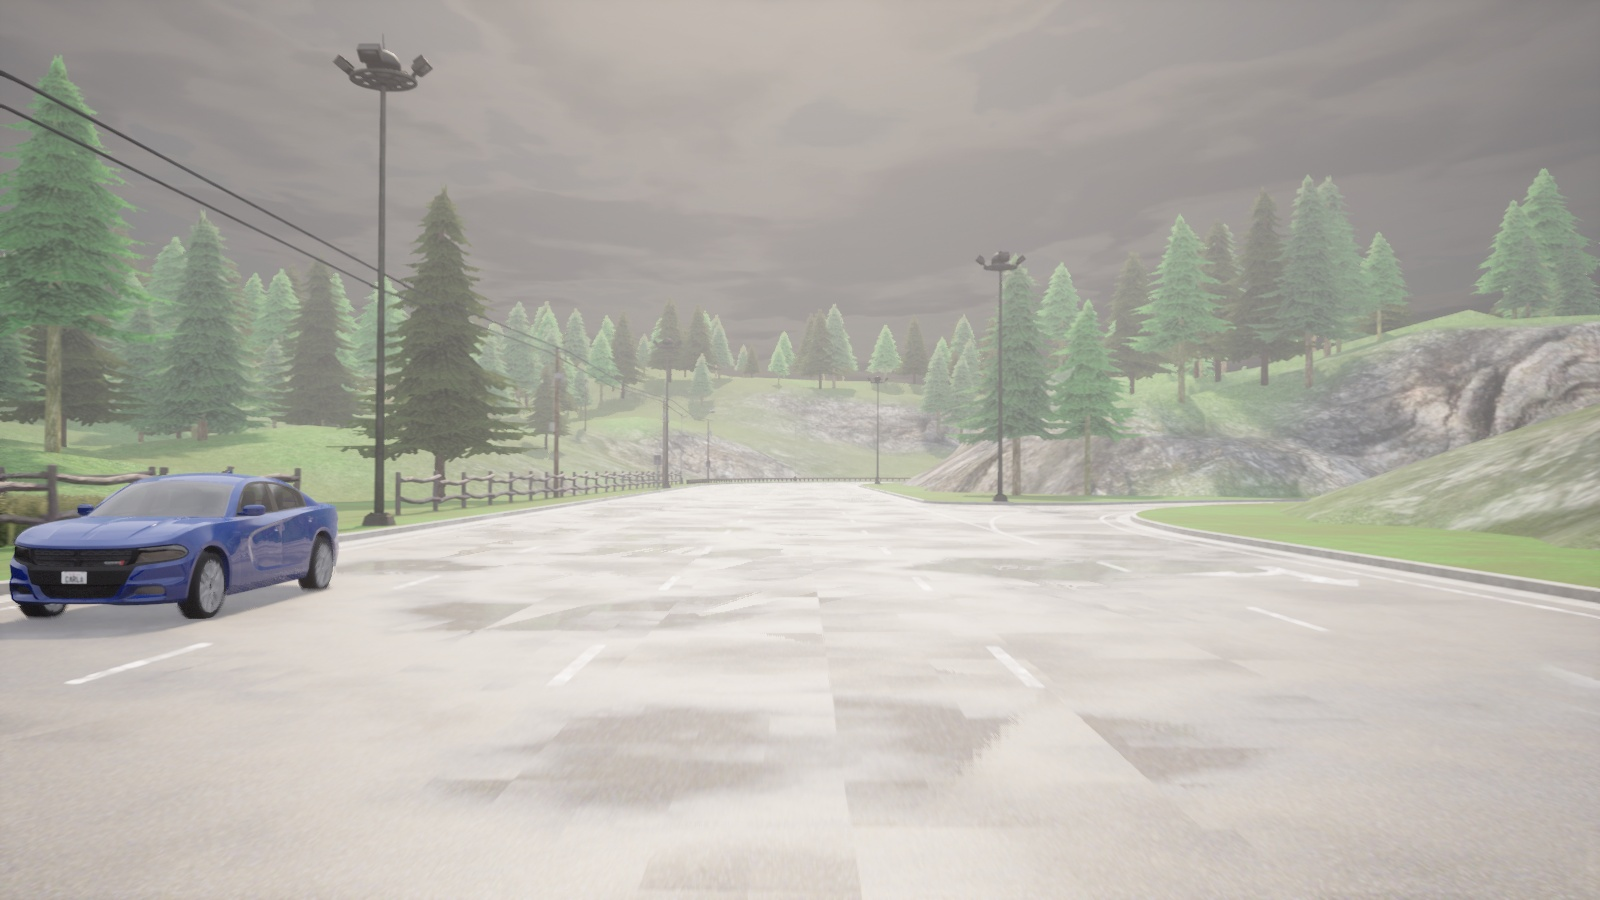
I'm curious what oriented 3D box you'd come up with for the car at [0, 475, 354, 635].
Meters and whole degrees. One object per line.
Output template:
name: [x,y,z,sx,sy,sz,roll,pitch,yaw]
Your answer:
car: [-7.035,1.066,14.674,1.882,1.535,5.008,0,-1,0]
